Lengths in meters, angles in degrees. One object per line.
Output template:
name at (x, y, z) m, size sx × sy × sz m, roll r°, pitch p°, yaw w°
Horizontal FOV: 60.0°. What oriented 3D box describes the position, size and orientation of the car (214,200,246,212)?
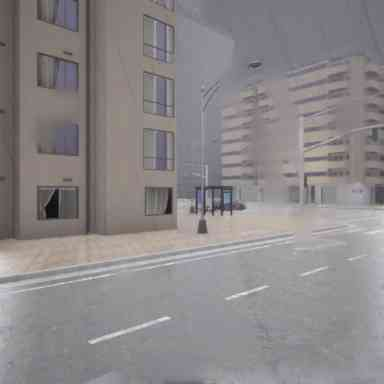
car at (4.513, 1.619, 40.362) m, size 1.994 × 1.385 × 4.181 m, roll 0°, pitch 0°, yaw -43°
